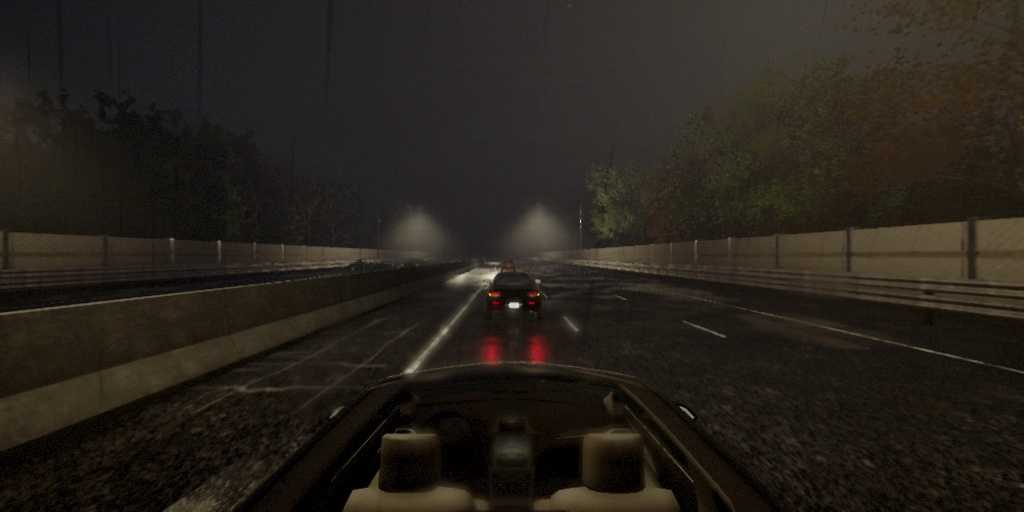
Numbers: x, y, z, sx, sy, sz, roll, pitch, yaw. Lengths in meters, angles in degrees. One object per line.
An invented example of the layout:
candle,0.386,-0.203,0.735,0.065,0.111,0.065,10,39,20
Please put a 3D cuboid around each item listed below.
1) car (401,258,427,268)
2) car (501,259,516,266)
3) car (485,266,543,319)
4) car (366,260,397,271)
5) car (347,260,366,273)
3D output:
car,-11.046,1.064,40.709,2.097,1.767,4.553,0,0,-1
car,-0.461,1.166,44.812,1.801,1.575,5.366,0,0,-1
car,0.050,1.265,12.684,1.812,1.442,4.674,0,0,0
car,-14.550,1.277,40.873,1.994,1.385,4.181,0,0,-1
car,-18.095,1.203,43.126,2.128,1.511,4.902,0,0,-1
